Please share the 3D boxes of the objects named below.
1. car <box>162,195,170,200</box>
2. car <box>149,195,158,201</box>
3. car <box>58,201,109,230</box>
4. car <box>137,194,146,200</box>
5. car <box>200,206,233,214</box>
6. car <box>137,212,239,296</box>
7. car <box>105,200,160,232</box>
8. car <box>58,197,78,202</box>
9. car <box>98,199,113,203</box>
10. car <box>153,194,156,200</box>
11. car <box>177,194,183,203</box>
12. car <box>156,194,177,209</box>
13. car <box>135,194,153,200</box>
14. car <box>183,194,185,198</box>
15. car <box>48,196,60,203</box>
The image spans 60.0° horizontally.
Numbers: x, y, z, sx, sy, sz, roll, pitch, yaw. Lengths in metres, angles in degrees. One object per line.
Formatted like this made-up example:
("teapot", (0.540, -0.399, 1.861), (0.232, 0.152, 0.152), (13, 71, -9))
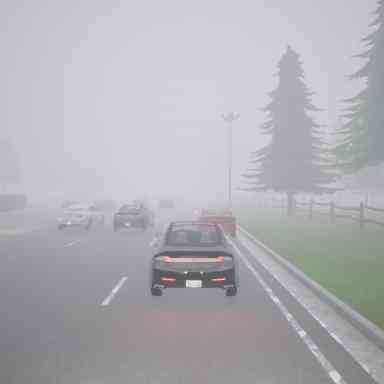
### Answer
("car", (-7.025, 1.500, 91.247), (1.837, 1.490, 4.892), (0, 0, 0))
("car", (-10.525, 1.525, 91.147), (2.128, 1.511, 4.902), (0, 0, 0))
("car", (-6.919, 1.526, 21.036), (1.812, 1.442, 4.674), (0, 0, 0))
("car", (-14.026, 1.477, 92.856), (1.882, 1.535, 5.008), (0, 0, 0))
("car", (1.220, 1.478, 17.944), (1.882, 1.535, 5.008), (0, 0, 0))
("car", (0.050, 1.491, 8.602), (2.128, 1.511, 4.902), (0, 0, 0))
("car", (-3.406, 1.491, 20.030), (2.128, 1.511, 4.902), (0, 0, 0))
("car", (-15.872, 1.600, 43.802), (1.895, 1.301, 4.718), (0, 0, -13))
("car", (-10.411, 1.547, 39.963), (2.033, 1.411, 5.357), (0, 0, 0))
("car", (-7.015, 1.523, 73.493), (2.128, 1.511, 4.902), (0, 0, 0))
("car", (-3.419, 1.491, 66.746), (2.128, 1.511, 4.902), (0, 0, 0))
("car", (-3.413, 1.477, 45.434), (1.882, 1.535, 5.008), (0, 0, 0))
("car", (-6.913, 1.477, 45.805), (1.882, 1.535, 5.008), (0, 0, 0))
("car", (-3.524, 1.539, 85.569), (2.033, 1.411, 5.357), (0, 0, 0))
("car", (-29.219, 1.478, 70.835), (1.882, 1.535, 5.008), (0, 0, -38))
